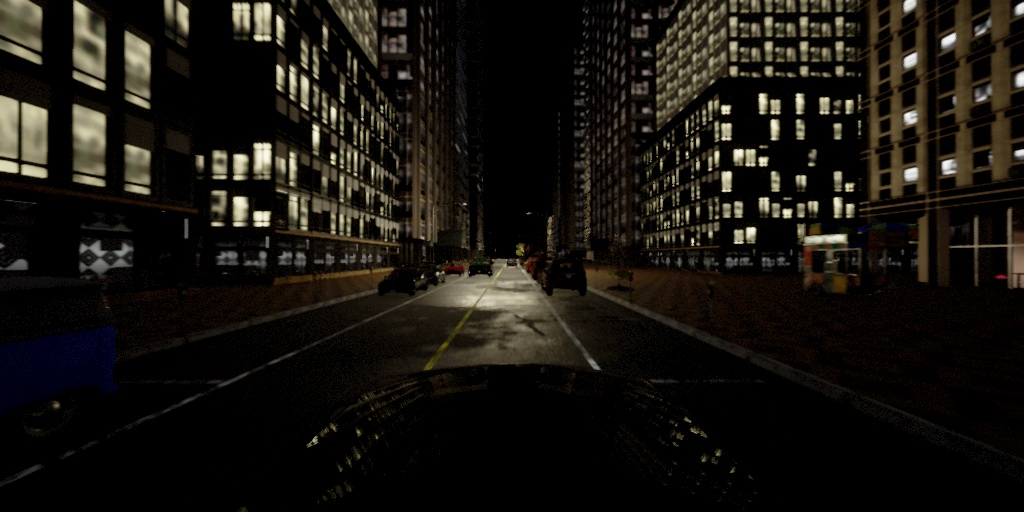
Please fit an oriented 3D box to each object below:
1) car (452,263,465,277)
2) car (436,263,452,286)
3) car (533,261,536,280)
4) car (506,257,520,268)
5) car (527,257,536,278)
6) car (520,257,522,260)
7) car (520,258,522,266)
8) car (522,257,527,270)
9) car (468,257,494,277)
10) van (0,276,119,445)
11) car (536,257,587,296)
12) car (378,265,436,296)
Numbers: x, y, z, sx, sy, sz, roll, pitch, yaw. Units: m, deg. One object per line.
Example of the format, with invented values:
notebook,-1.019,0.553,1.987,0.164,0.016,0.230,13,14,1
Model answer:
car,-5.699,1.337,35.931,1.802,1.307,4.207,0,0,0
car,-5.696,1.307,24.852,2.007,1.370,4.403,0,0,0
car,2.684,1.288,24.855,1.888,1.381,4.507,0,0,0
car,-0.018,1.232,60.441,2.128,1.511,4.902,0,0,0
car,2.682,1.057,30.396,2.192,1.841,5.009,0,0,0
car,2.674,1.261,58.262,1.751,1.417,4.829,0,0,0
car,2.676,1.287,52.553,2.007,1.370,4.403,0,0,0
car,2.679,1.054,41.474,2.192,1.841,5.009,0,0,0
car,-3.012,1.077,35.719,2.150,2.045,5.566,0,0,0
van,-5.689,1.100,2.695,1.690,1.789,3.998,0,0,0
car,2.686,1.059,19.316,2.192,1.841,5.009,0,0,0
car,-5.694,1.324,19.313,1.948,1.339,4.313,0,0,0
